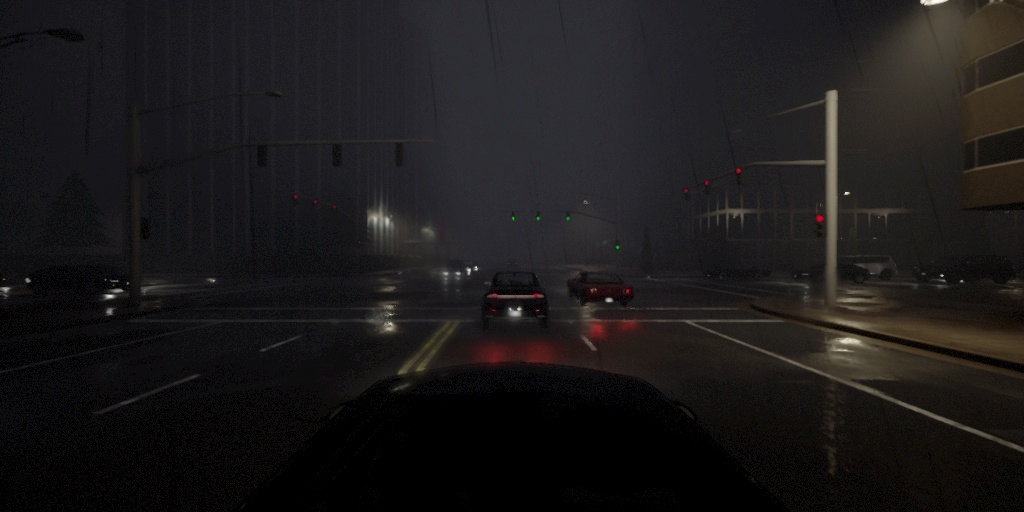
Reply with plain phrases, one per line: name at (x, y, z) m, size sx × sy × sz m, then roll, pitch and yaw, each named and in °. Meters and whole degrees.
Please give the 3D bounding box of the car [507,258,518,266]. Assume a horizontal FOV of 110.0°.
car at (0.109, 1.199, 59.151) m, size 2.033 × 1.411 × 5.357 m, roll 0°, pitch 0°, yaw 0°

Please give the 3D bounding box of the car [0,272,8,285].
car at (-35.707, 1.219, 23.018) m, size 4.892 × 1.490 × 1.837 m, roll 0°, pitch 0°, yaw 1°

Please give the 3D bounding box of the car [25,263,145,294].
car at (-23.066, 1.225, 19.375) m, size 4.892 × 1.490 × 1.837 m, roll 0°, pitch 0°, yaw 1°

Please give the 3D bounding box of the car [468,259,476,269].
car at (-7.068, 1.185, 55.175) m, size 1.812 × 1.442 × 4.674 m, roll 0°, pitch 0°, yaw 0°

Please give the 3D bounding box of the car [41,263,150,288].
car at (-26.497, 1.219, 22.911) m, size 4.892 × 1.490 × 1.837 m, roll 0°, pitch 0°, yaw 1°

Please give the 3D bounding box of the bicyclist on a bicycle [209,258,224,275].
bicyclist on a bicycle at (-28.772, 0.994, 34.915) m, size 0.582 × 1.620 × 1.656 m, roll 0°, pitch 0°, yaw 1°

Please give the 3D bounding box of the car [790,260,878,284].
car at (23.075, 1.213, 26.109) m, size 4.892 × 1.490 × 1.837 m, roll 0°, pitch 0°, yaw 1°

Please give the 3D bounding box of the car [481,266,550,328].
car at (0.095, 1.225, 11.376) m, size 2.128 × 1.511 × 4.902 m, roll 0°, pitch 0°, yaw 0°

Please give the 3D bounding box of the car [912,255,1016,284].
car at (32.649, 0.929, 26.009) m, size 5.566 × 2.045 × 2.150 m, roll 0°, pitch 0°, yaw 1°

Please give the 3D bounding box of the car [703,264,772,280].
car at (18.518, 1.303, 29.678) m, size 4.718 × 1.301 × 1.895 m, roll 0°, pitch 0°, yaw 1°

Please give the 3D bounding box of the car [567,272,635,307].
car at (3.590, 1.327, 15.439) m, size 1.895 × 1.301 × 4.718 m, roll 0°, pitch 0°, yaw 0°

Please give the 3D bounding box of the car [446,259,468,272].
car at (-7.088, 1.181, 45.091) m, size 1.837 × 1.490 × 4.892 m, roll 0°, pitch 0°, yaw 0°

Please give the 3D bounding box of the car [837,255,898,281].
car at (28.259, 0.923, 29.556) m, size 5.566 × 2.045 × 2.150 m, roll 0°, pitch 0°, yaw 1°
